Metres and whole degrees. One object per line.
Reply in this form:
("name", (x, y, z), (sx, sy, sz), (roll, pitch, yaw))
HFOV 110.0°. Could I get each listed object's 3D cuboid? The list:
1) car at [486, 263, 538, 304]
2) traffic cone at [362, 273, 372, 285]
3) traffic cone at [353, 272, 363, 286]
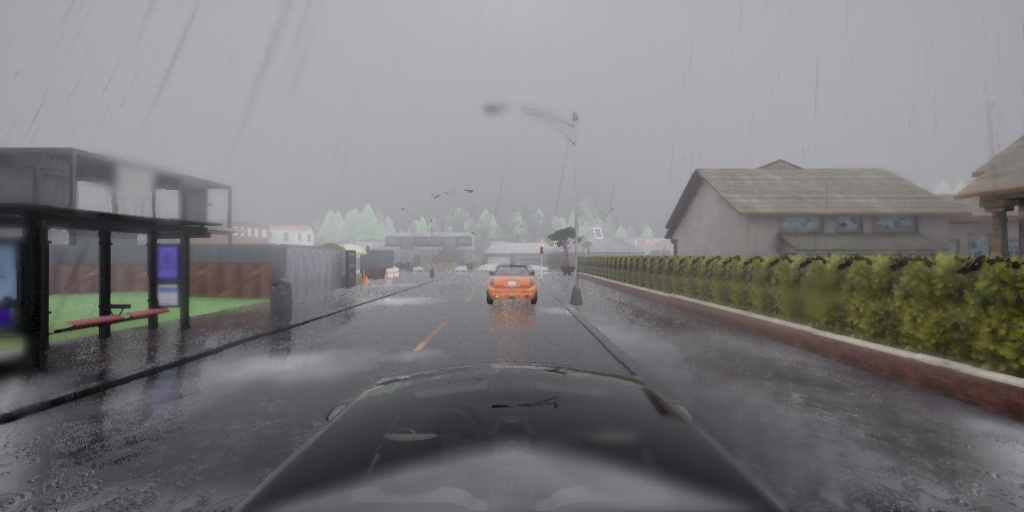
("car", (0.000, 1.115, 16.470), (2.097, 1.767, 4.553), (0, 0, 0))
("traffic cone", (-9.671, 1.595, 23.793), (0.344, 0.586, 0.344), (0, 0, 0))
("traffic cone", (-10.390, 1.566, 24.313), (0.344, 0.586, 0.344), (0, 0, 0))
